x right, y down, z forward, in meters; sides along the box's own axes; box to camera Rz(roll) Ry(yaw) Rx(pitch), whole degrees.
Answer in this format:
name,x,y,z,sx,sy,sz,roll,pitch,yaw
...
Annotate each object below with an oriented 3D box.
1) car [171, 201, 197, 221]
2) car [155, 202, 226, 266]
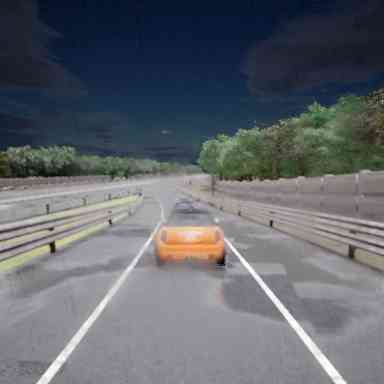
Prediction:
name,x,y,z,sx,sy,sz,roll,pitch,yaw
car,-0.736,1.536,27.578,1.994,1.385,4.181,0,0,-3
car,-0.069,1.339,11.709,2.097,1.767,4.553,0,0,-1
